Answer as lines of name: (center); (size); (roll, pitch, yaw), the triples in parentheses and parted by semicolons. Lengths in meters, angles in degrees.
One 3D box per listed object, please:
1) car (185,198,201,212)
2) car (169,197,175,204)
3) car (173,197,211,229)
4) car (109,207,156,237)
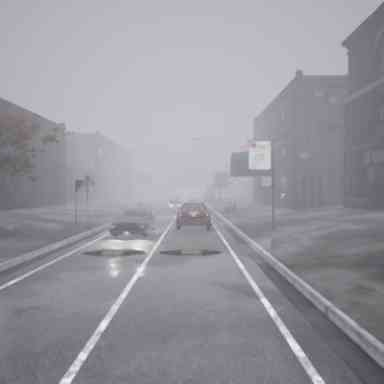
car: (0.109, 1.524, 40.393); (1.837, 1.490, 4.892); (0, 0, 0)
car: (-3.017, 1.522, 60.769); (1.994, 1.385, 4.181); (0, 0, 1)
car: (0.105, 1.375, 21.786); (2.097, 1.767, 4.553); (0, 0, 0)
car: (-3.095, 1.567, 18.443); (2.033, 1.411, 5.357); (0, 0, 0)
